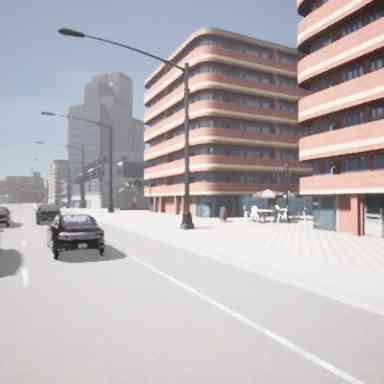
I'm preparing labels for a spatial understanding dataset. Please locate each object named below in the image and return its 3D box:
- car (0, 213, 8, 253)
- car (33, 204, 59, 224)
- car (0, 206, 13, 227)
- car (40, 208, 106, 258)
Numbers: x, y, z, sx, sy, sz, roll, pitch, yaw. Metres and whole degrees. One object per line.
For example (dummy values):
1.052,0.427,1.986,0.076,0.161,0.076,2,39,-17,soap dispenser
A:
-7.504,1.669,11.082,2.033,1.411,5.357,0,0,-27,car
-11.625,1.738,26.901,1.837,1.490,4.892,0,0,-26,car
-14.324,1.756,24.466,2.033,1.411,5.357,0,0,-27,car
-4.812,1.638,13.538,2.128,1.511,4.902,0,0,-26,car
